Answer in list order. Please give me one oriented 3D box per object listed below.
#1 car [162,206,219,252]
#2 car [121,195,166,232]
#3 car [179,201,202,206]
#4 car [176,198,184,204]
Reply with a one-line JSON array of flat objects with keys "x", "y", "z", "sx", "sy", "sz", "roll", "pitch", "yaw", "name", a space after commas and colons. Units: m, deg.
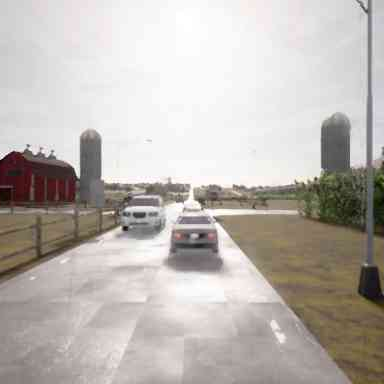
[{"x": 0.096, "y": 1.535, "z": 13.758, "sx": 2.033, "sy": 1.411, "sz": 5.357, "roll": 0, "pitch": 0, "yaw": 0, "name": "car"}, {"x": -2.819, "y": 1.225, "z": 20.603, "sx": 2.150, "sy": 2.045, "sz": 5.566, "roll": 0, "pitch": 0, "yaw": 0, "name": "car"}, {"x": 0.129, "y": 1.624, "z": 26.359, "sx": 1.895, "sy": 1.301, "sz": 4.718, "roll": 0, "pitch": 0, "yaw": 1, "name": "car"}, {"x": -2.754, "y": 2.074, "z": 77.633, "sx": 1.895, "sy": 1.301, "sz": 4.718, "roll": 0, "pitch": -1, "yaw": 0, "name": "car"}]
